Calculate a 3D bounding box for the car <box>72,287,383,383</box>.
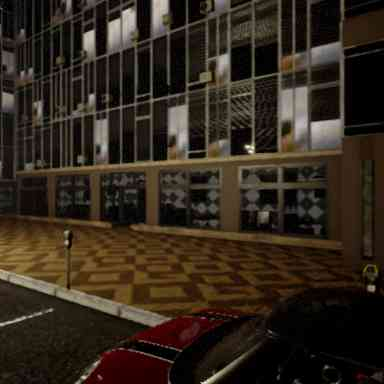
[{"bbox_3d":[0.932,1.439,2.211,4.097,1.590,1.967,0,0,36],"label":"car"}]
